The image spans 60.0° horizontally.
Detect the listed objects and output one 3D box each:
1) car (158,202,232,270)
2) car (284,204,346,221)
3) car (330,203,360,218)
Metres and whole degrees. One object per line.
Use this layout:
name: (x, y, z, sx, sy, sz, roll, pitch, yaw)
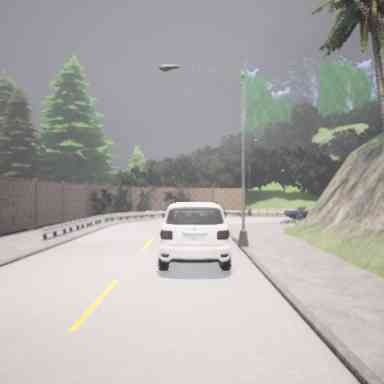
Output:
car: (0.090, 1.359, 11.642, 2.150, 2.045, 5.566, 0, 0, 0)
car: (10.882, 1.948, 30.022, 4.718, 1.301, 1.895, 0, -1, 3)
car: (14.478, 1.883, 33.918, 4.902, 1.511, 2.128, 0, -1, 0)
